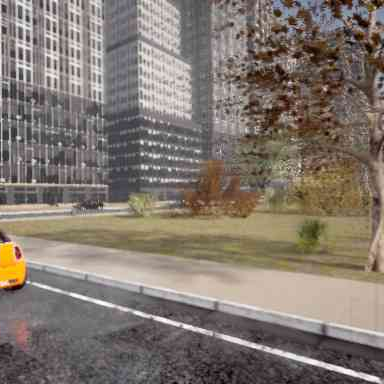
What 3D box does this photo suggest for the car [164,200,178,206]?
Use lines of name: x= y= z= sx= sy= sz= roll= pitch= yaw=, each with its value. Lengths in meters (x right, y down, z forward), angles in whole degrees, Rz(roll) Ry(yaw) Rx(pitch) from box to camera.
car: x=-3.242 y=2.134 z=64.506 sx=1.895 sy=1.301 sz=4.718 roll=-2 pitch=-1 yaw=37

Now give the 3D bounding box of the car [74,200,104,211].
car: x=-15.203 y=1.994 z=48.809 sx=1.837 sy=1.490 sz=4.892 roll=-2 pitch=-1 yaw=37

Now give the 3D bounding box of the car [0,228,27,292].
car: x=-6.000 y=1.443 z=7.964 sx=4.553 sy=1.767 sz=2.097 roll=-1 pitch=0 yaw=35
